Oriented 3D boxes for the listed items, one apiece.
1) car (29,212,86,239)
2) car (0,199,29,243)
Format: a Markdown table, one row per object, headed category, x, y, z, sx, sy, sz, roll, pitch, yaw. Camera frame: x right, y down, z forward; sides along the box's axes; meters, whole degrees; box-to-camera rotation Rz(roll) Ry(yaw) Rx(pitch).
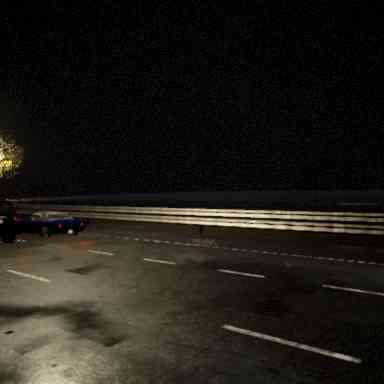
| category | x | y | z | sx | sy | sz | roll | pitch | yaw |
| --- | --- | --- | --- | --- | --- | --- | --- | --- | --- |
| car | -8.024 | 1.748 | 18.305 | 4.718 | 1.301 | 1.895 | -1 | 0 | 35 |
| car | -10.299 | 1.370 | 15.628 | 5.566 | 2.045 | 2.150 | -1 | 0 | 35 |
